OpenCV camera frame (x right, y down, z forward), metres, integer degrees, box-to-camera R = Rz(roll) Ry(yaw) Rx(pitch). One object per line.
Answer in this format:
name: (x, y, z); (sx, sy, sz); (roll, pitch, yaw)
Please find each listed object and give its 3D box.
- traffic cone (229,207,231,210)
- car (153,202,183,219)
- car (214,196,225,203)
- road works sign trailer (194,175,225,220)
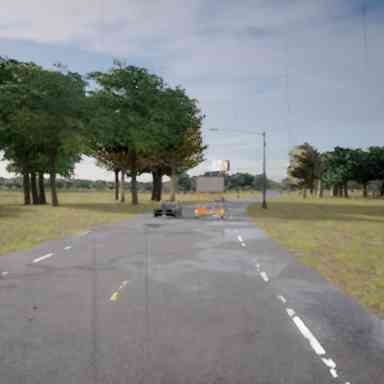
traffic cone: (4.547, 1.902, 39.859); (0.340, 0.580, 0.340); (0, 0, 7)
car: (-1.962, 1.530, 28.288); (1.895, 1.301, 4.718); (0, 0, 6)
car: (5.716, 1.452, 68.973); (2.128, 1.511, 4.902); (0, 0, 14)
road works sign trailer: (1.469, 0.408, 27.147); (2.380, 3.560, 2.880); (0, 0, 6)
